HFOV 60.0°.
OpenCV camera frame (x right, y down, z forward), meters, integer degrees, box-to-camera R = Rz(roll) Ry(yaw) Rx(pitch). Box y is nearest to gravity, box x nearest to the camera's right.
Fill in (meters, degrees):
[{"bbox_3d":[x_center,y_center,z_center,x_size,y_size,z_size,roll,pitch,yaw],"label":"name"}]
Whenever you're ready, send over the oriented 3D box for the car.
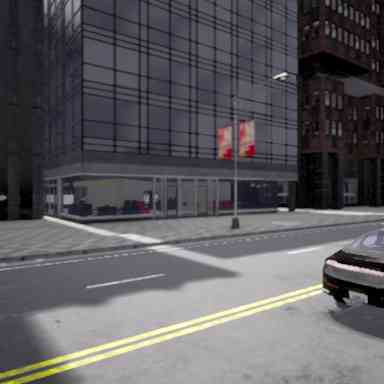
[{"bbox_3d":[4.651,1.474,6.762,4.902,1.511,2.128,0,0,-36],"label":"car"}]
